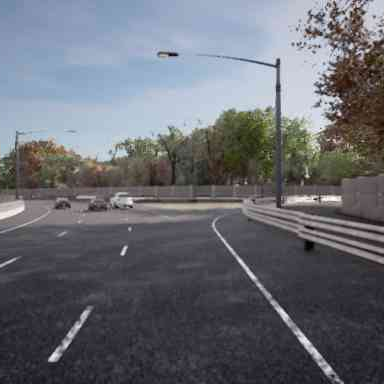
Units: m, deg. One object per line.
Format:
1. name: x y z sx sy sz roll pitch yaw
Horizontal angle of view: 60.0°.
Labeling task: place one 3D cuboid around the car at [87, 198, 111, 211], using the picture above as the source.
1. car: -11.436 1.432 39.953 2.128 1.511 4.902 0 0 -22

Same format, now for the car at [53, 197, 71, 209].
1. car: -17.873 1.480 45.746 1.812 1.442 4.674 0 0 -27

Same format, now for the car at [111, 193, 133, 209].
1. car: -9.540 1.140 44.618 2.150 2.045 5.566 0 0 -24
